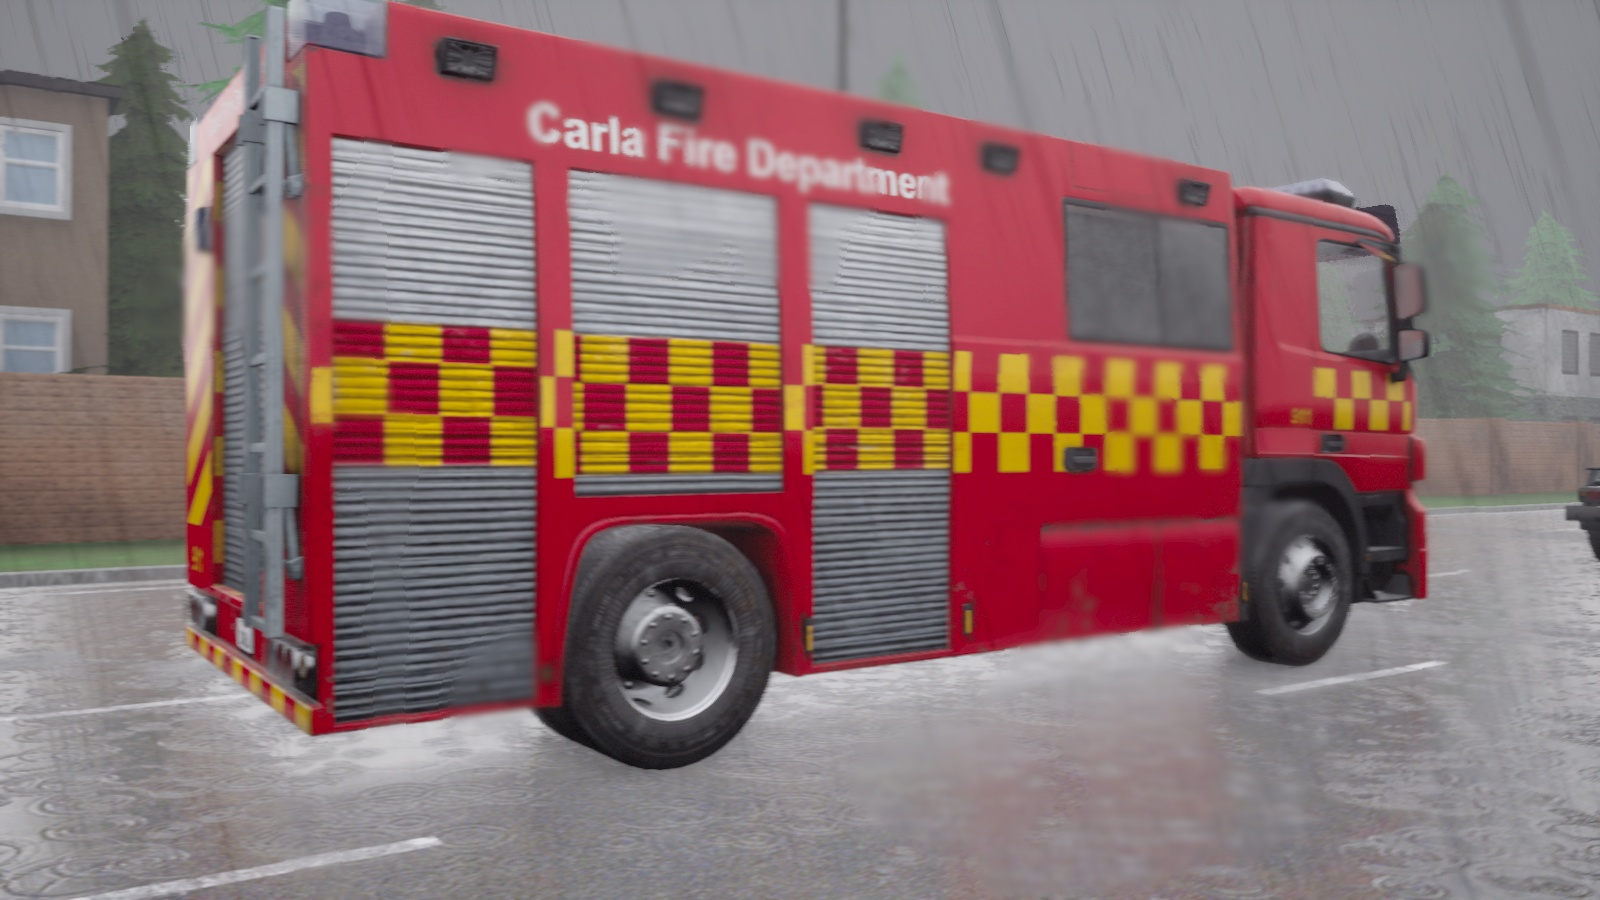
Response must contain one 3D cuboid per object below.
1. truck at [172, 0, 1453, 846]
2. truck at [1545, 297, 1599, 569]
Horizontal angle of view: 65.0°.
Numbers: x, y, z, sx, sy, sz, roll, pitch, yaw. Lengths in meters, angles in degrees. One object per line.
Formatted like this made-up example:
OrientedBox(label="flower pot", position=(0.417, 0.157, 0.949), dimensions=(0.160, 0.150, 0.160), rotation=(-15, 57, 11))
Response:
OrientedBox(label="truck", position=(0.712, -0.399, 8.423), dimensions=(8.468, 3.827, 2.891), rotation=(0, 0, -35))
OrientedBox(label="truck", position=(13.892, -0.222, 17.597), dimensions=(7.936, 3.462, 2.891), rotation=(0, 0, -35))
